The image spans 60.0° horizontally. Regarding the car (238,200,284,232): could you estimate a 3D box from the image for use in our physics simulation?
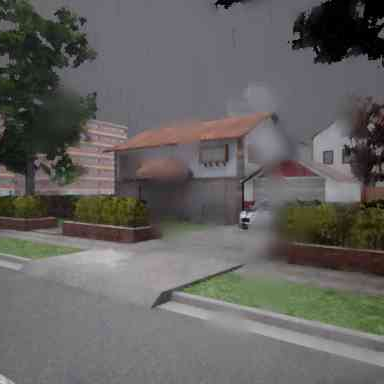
[{"bbox_3d":[4.023,1.168,17.438,1.970,1.475,3.806,0,0,36],"label":"car"}]
